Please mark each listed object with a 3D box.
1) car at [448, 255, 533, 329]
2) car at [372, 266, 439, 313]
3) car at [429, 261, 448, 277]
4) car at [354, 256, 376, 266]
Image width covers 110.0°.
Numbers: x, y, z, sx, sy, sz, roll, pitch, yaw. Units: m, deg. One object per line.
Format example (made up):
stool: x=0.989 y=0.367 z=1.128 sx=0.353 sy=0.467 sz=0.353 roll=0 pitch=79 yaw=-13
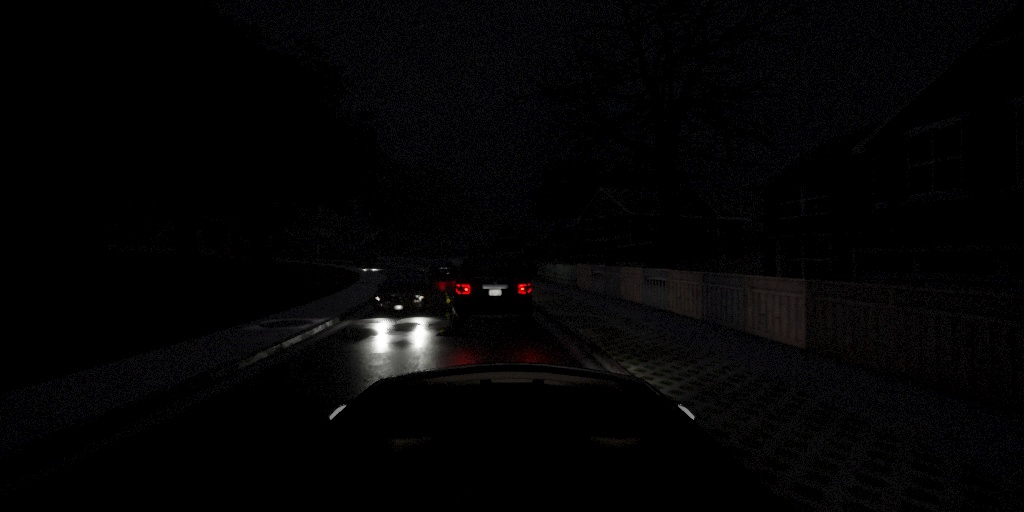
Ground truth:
car: x=-0.766 y=0.985 z=11.558 sx=2.150 sy=2.045 sz=5.566 roll=0 pitch=0 yaw=-7
car: x=-4.155 y=1.302 z=14.397 sx=2.033 sy=1.411 sz=5.357 roll=0 pitch=0 yaw=-10
car: x=-6.148 y=1.193 z=31.515 sx=2.128 sy=1.511 sz=4.902 roll=0 pitch=0 yaw=-22
car: x=-21.218 y=0.701 z=51.672 sx=1.994 sy=1.385 sz=4.181 roll=1 pitch=1 yaw=-40
